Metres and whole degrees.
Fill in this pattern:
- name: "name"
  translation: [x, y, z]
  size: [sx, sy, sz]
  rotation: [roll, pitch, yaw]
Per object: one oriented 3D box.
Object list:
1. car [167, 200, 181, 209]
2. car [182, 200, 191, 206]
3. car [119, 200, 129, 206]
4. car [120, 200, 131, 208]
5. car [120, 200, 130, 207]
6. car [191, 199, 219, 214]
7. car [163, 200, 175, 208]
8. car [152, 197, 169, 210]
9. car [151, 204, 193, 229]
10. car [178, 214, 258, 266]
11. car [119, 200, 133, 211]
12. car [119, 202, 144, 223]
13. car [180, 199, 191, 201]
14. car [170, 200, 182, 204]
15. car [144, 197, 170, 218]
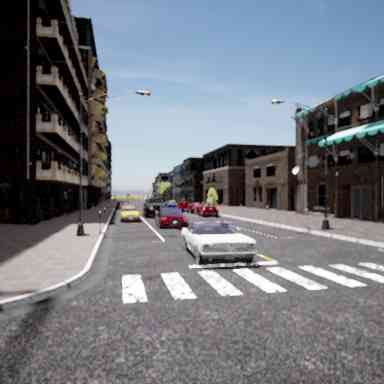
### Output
- name: "car"
  translation: [-3.319, 2.192, 59.236]
  size: [1.752, 1.417, 4.829]
  rotation: [-1, -1, -12]
- name: "car"
  translation: [0.333, 2.052, 42.426]
  size: [1.802, 1.307, 4.206]
  rotation: [-1, -1, -12]
- name: "car"
  translation: [-15.093, 2.396, 73.962]
  size: [2.008, 1.369, 4.403]
  rotation: [-1, -1, -12]
- name: "car"
  translation: [-12.683, 2.280, 62.866]
  size: [1.947, 1.339, 4.313]
  rotation: [-1, -1, -12]
- name: "car"
  translation: [-13.888, 2.324, 68.414]
  size: [1.887, 1.381, 4.507]
  rotation: [-1, -1, -12]
- name: "car"
  translation: [1.556, 1.846, 36.886]
  size: [1.967, 1.590, 4.097]
  rotation: [-1, -1, -12]
- name: "car"
  translation: [-4.487, 2.312, 64.617]
  size: [1.802, 1.307, 4.206]
  rotation: [-1, -1, -12]
- name: "car"
  translation: [-5.272, 1.847, 55.602]
  size: [2.150, 2.045, 5.566]
  rotation: [0, -1, -12]
- name: "car"
  translation: [-1.535, 1.822, 23.787]
  size: [1.994, 1.385, 4.181]
  rotation: [0, -1, -12]
- name: "car"
  translation: [0.819, 1.729, 12.318]
  size: [1.895, 1.301, 4.718]
  rotation: [0, -1, -9]
- name: "car"
  translation: [-10.280, 2.024, 51.770]
  size: [1.967, 1.590, 4.097]
  rotation: [-1, -1, -12]
- name: "car"
  translation: [-5.490, 1.850, 29.398]
  size: [1.752, 1.417, 4.829]
  rotation: [-1, -1, -12]
- name: "car"
  translation: [-0.876, 1.850, 47.976]
  size: [2.192, 1.841, 5.009]
  rotation: [-1, -1, -12]
- name: "car"
  translation: [-3.110, 2.076, 45.904]
  size: [1.994, 1.385, 4.181]
  rotation: [0, -1, -12]
- name: "car"
  translation: [-4.034, 1.614, 35.365]
  size: [2.150, 2.045, 5.566]
  rotation: [0, -1, -11]
